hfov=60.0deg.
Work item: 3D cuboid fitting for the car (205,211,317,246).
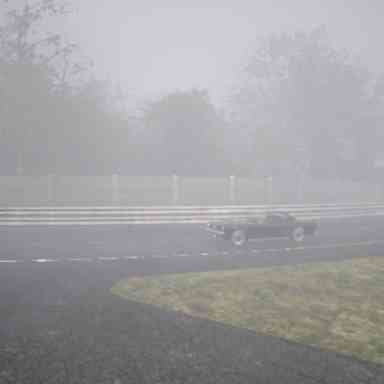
[{"bbox_3d":[2.977,1.507,14.568,4.718,1.301,1.895,0,0,-20],"label":"car"}]
